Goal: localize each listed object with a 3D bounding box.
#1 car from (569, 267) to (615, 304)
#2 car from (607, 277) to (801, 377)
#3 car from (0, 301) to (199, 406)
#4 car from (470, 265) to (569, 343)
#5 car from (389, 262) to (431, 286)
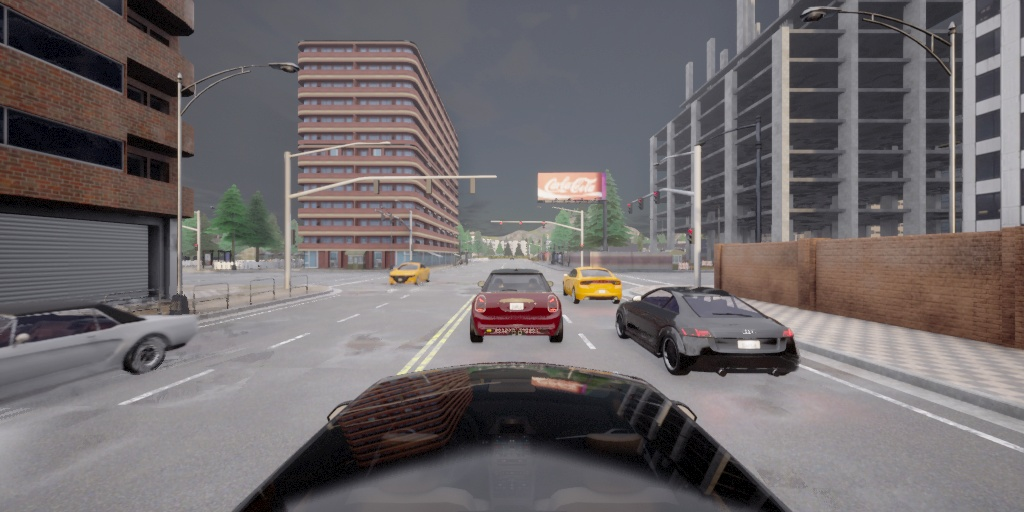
[{"bbox_3d":[3.501,1.228,16.389,1.882,1.535,5.008,0,0,0],"label":"car"},{"bbox_3d":[3.599,1.314,7.456,1.994,1.385,4.181,0,0,0],"label":"car"},{"bbox_3d":[-7.083,1.351,4.757,1.895,1.301,4.718,0,0,0],"label":"car"},{"bbox_3d":[0.101,1.102,9.862,2.097,1.767,4.553,0,0,0],"label":"car"},{"bbox_3d":[-7.100,1.227,25.280,1.882,1.535,5.008,0,0,0],"label":"car"}]
